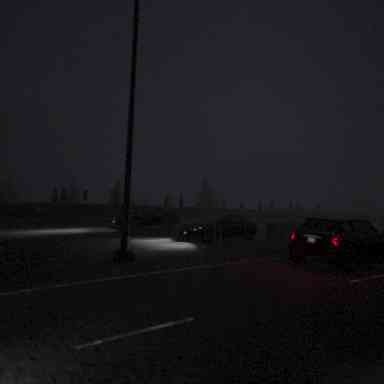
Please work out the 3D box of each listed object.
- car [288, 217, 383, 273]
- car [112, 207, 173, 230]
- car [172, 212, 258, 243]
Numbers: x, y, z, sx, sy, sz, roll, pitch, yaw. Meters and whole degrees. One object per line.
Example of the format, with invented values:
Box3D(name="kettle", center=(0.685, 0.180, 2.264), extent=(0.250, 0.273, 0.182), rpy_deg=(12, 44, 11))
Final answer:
Box3D(name="car", center=(5.609, 1.699, 12.040), extent=(4.553, 1.767, 2.097), rpy_deg=(4, -2, -35))
Box3D(name="car", center=(-3.119, 1.810, 23.256), extent=(4.902, 1.511, 2.128), rpy_deg=(4, -2, -35))
Box3D(name="car", center=(1.553, 1.883, 17.989), extent=(4.674, 1.442, 1.812), rpy_deg=(4, -2, -35))
